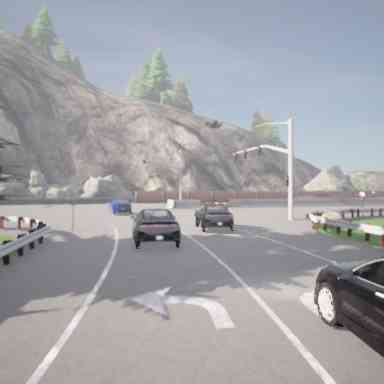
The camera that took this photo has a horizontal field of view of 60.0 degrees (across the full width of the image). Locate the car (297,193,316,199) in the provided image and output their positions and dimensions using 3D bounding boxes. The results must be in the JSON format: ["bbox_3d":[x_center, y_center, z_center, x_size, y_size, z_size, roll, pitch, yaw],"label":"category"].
[{"bbox_3d":[22.993,1.119,61.533,5.566,2.045,2.150,0,0,-16],"label":"car"}]

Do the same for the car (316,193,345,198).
[{"bbox_3d":[24.963,1.373,58.475,5.008,1.535,1.882,0,0,-16],"label":"car"}]

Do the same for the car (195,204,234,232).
[{"bbox_3d":[1.270,1.478,20.136,2.128,1.511,4.902,0,0,-5],"label":"car"}]

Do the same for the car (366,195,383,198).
[{"bbox_3d":[38.002,1.379,66.590,4.902,1.511,2.128,0,0,-23],"label":"car"}]

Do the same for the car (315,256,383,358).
[{"bbox_3d":[3.220,1.495,4.130,1.837,1.490,4.892,0,0,-3],"label":"car"}]

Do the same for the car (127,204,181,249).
[{"bbox_3d":[-1.659,1.488,14.712,2.128,1.511,4.902,0,0,-11],"label":"car"}]

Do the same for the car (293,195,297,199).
[{"bbox_3d":[20.924,1.257,64.562,4.553,1.767,2.097,0,0,-16],"label":"car"}]

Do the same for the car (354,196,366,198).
[{"bbox_3d":[35.206,1.412,69.157,4.181,1.385,1.994,0,0,-23],"label":"car"}]

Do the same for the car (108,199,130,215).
[{"bbox_3d":[-7.576,1.484,34.749,1.882,1.535,5.008,0,0,-21],"label":"car"}]
